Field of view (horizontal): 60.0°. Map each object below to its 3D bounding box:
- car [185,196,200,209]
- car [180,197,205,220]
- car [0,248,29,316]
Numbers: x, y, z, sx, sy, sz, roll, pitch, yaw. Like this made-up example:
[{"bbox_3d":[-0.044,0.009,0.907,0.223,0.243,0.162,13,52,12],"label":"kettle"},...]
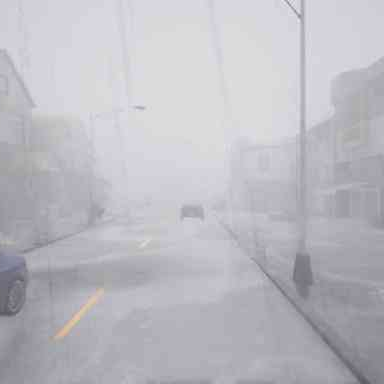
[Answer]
[{"bbox_3d":[0.086,1.404,44.354,1.882,1.535,5.008,0,0,0],"label":"car"},{"bbox_3d":[0.031,1.432,27.489,1.882,1.535,5.008,0,0,0],"label":"car"},{"bbox_3d":[-4.097,1.518,4.782,1.812,1.442,4.674,0,0,0],"label":"car"}]
